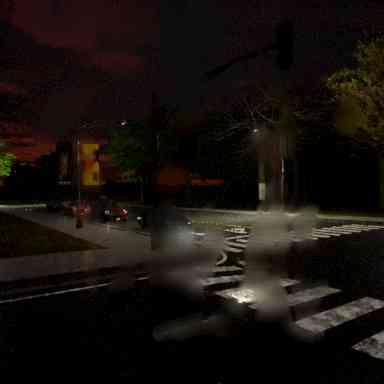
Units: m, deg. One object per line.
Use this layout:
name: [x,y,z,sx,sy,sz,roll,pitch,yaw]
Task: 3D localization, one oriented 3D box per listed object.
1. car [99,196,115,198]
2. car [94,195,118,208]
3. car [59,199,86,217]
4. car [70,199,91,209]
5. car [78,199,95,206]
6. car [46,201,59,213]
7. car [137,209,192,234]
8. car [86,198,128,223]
car: [-13.811,1.782,50.373,2.097,1.767,4.553,-1,0,-35]
car: [-15.054,1.653,57.916,2.150,2.045,5.566,-1,0,-35]
car: [-13.110,1.812,37.817,2.097,1.767,4.553,-1,0,-35]
car: [-19.674,2.079,58.683,2.033,1.411,5.357,-1,0,-35]
car: [-21.172,2.100,66.661,1.994,1.385,4.181,-1,0,-35]
car: [-18.867,2.035,46.121,1.882,1.535,5.008,-1,0,-35]
car: [-2.002,1.819,22.046,2.033,1.411,5.357,-1,0,-29]
car: [-7.500,1.717,29.798,2.097,1.767,4.553,-1,0,-35]
